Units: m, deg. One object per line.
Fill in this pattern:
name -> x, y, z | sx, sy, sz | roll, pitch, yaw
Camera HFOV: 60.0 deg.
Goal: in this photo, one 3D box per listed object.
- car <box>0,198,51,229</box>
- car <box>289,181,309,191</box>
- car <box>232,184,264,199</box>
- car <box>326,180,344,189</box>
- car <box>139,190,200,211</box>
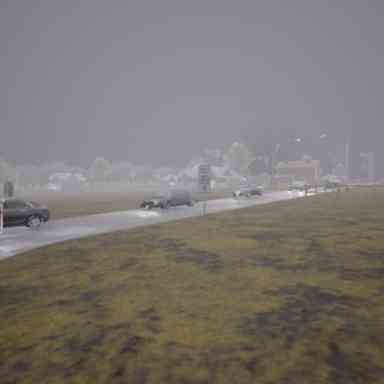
car -> -9.290, 1.112, 15.757 | 1.837, 1.490, 4.892 | 1, 3, 42
car -> 15.726, -0.863, 48.649 | 1.812, 1.442, 4.674 | 1, 3, 37
car -> 6.096, -0.146, 35.816 | 2.128, 1.511, 4.902 | 1, 3, 37
car -> 23.376, -1.300, 54.171 | 1.882, 1.535, 5.008 | 1, 3, 36
car -> -1.571, 0.541, 25.490 | 2.033, 1.411, 5.357 | 1, 3, 37
